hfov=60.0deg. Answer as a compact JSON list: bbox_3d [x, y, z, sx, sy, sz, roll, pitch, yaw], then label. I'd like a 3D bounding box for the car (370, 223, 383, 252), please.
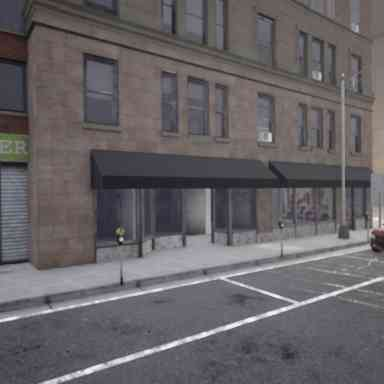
[{"bbox_3d":[8.516,1.544,12.658,4.507,1.381,1.887,0,-1,-36],"label":"car"}]
